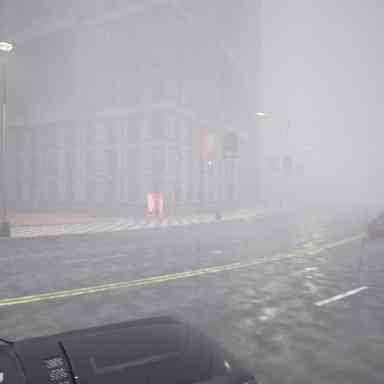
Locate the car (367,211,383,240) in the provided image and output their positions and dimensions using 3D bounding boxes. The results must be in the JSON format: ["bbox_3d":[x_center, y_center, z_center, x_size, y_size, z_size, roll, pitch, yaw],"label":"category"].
[{"bbox_3d":[10.027,1.557,16.225,1.994,1.385,4.181,0,0,41],"label":"car"}]

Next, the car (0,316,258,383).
[{"bbox_3d":[-1.703,1.600,2.033,4.718,1.301,1.895,0,0,-28],"label":"car"}]
